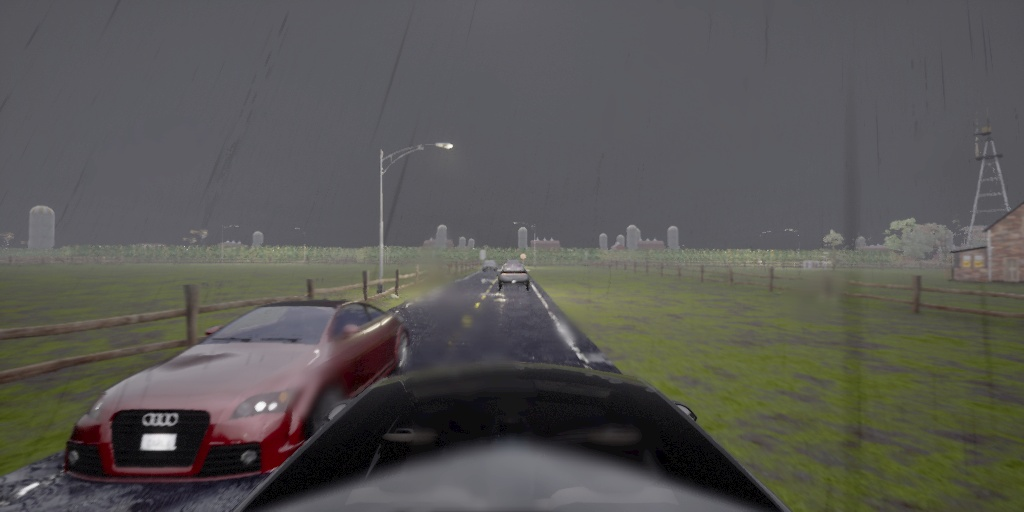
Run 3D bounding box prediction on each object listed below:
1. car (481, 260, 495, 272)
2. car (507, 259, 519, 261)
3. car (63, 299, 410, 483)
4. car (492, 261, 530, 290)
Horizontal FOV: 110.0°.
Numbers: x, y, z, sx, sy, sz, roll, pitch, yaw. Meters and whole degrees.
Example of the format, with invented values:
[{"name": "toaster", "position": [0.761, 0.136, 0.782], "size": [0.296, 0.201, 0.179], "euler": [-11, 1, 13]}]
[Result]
[{"name": "car", "position": [-2.826, 1.246, 46.198], "size": [1.837, 1.490, 4.892], "euler": [0, 0, 0]}, {"name": "car", "position": [0.107, 1.095, 41.887], "size": [2.097, 1.767, 4.553], "euler": [0, 0, 0]}, {"name": "car", "position": [-2.849, 1.314, 4.883], "size": [1.994, 1.385, 4.181], "euler": [0, 0, 0]}, {"name": "car", "position": [0.105, 1.242, 22.407], "size": [2.128, 1.511, 4.902], "euler": [0, 0, 0]}]
